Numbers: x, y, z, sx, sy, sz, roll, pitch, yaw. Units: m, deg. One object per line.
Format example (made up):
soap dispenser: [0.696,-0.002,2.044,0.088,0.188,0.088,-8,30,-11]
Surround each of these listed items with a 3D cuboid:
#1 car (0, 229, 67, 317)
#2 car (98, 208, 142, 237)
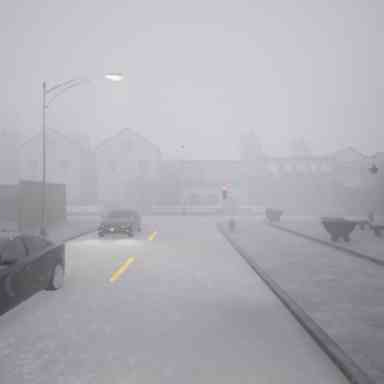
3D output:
car: [-4.137,1.565,6.527,1.882,1.535,5.008,0,-1,0]
car: [-4.183,1.763,19.847,1.837,1.490,4.892,0,-1,0]
